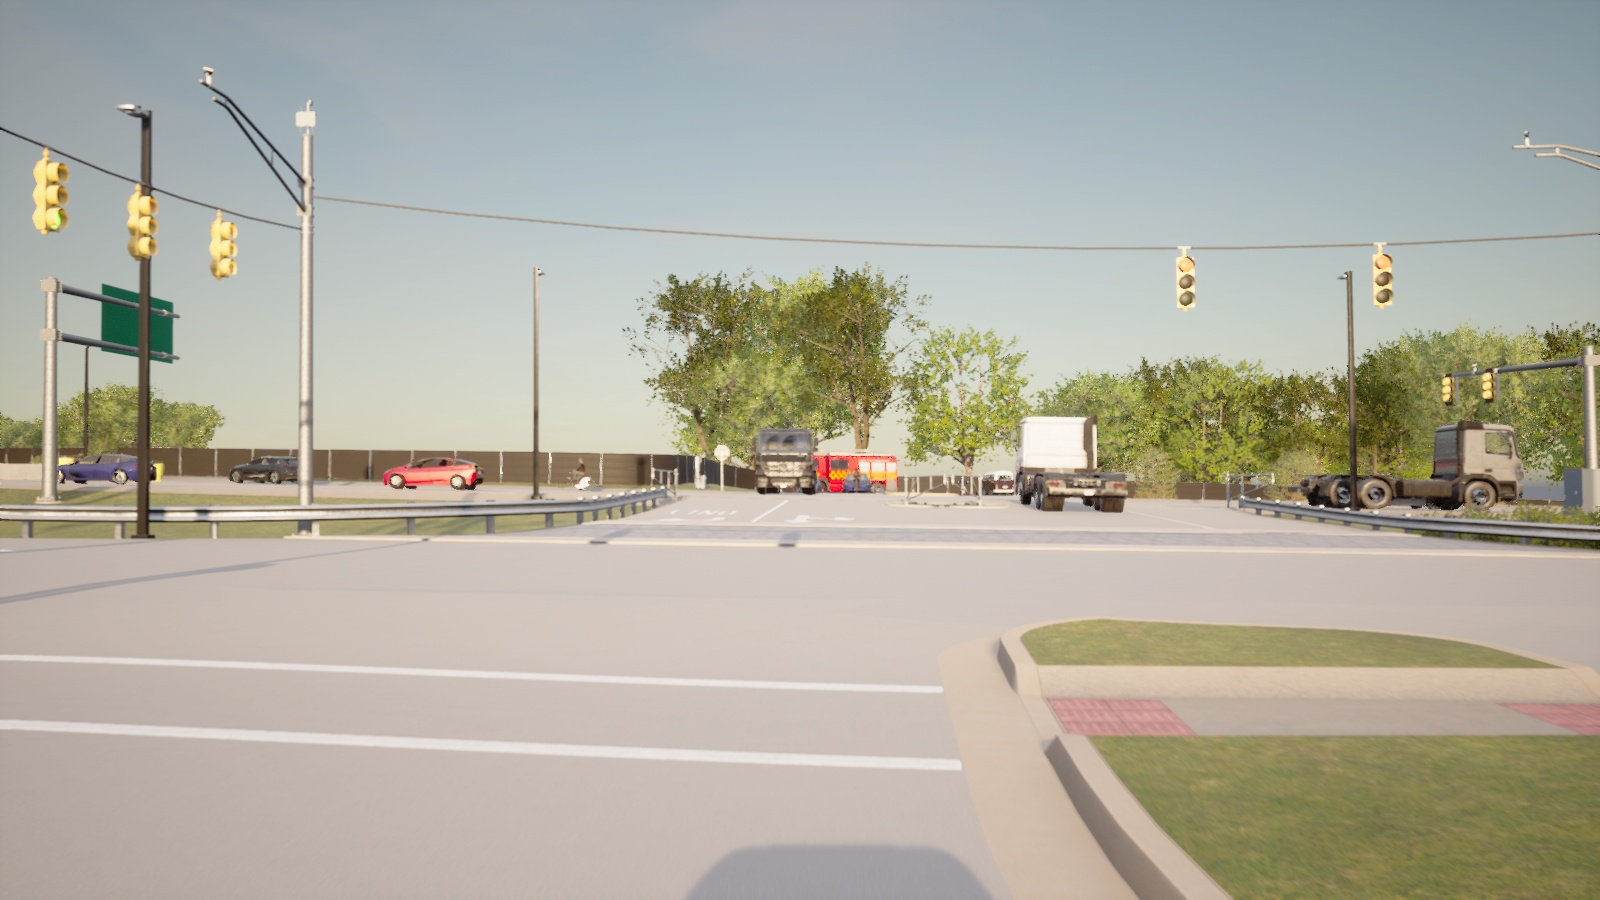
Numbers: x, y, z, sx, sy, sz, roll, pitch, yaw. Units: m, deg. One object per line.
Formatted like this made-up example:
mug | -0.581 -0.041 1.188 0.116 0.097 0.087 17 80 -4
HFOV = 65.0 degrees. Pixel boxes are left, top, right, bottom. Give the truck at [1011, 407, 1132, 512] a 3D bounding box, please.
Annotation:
truck | 9.706 0.304 45.748 2.891 3.462 7.936 1 0 2

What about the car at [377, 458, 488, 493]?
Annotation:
car | -17.000 1.192 58.283 4.514 1.525 2.007 0 -2 3

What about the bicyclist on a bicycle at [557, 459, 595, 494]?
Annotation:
bicyclist on a bicycle | -11.727 1.380 65.796 1.843 1.776 0.659 0 -2 7

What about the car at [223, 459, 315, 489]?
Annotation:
car | -30.523 1.383 72.174 4.856 1.649 2.033 0 -1 23

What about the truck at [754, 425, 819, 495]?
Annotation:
truck | -0.592 0.605 66.149 2.891 3.462 7.936 0 -1 3

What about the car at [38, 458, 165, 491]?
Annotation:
car | -32.880 1.160 59.216 4.792 1.488 2.163 0 -2 3

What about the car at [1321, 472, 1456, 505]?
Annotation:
car | 24.481 1.615 52.330 4.718 1.301 1.895 1 -2 3

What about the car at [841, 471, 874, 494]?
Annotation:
car | 3.965 2.272 86.364 2.163 1.488 4.792 0 -3 3

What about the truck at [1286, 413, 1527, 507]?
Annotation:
truck | 23.463 0.418 48.919 7.936 3.462 2.891 1 -2 3
